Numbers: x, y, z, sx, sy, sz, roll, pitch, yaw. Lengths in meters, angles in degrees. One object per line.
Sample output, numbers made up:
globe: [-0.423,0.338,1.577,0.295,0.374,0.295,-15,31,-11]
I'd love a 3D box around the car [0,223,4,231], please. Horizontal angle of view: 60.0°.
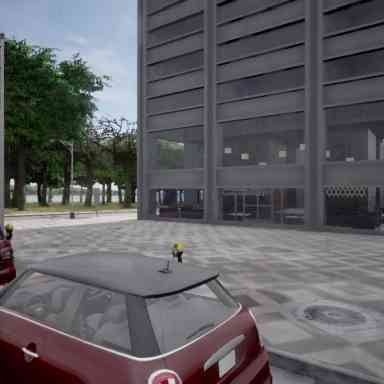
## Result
car: [-5.715,1.315,7.036,5.009,1.841,2.192,0,0,35]

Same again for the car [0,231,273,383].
car: [-1.287,1.440,3.879,4.097,1.590,1.967,0,0,35]
